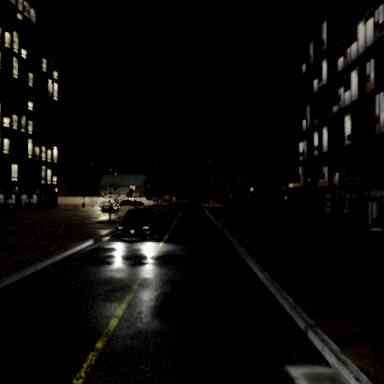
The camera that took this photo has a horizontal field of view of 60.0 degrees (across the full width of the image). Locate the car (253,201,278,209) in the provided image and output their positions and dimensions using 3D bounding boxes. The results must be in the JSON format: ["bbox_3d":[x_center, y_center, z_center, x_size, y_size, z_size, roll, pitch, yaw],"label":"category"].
[{"bbox_3d":[12.460,2.161,56.464,4.181,1.385,1.994,1,-1,8],"label":"car"}]

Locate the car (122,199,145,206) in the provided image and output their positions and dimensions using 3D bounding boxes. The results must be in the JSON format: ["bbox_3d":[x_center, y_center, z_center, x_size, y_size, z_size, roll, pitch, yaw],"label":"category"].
[{"bbox_3d":[-10.564,1.935,59.588,4.181,1.385,1.994,1,-1,8],"label":"car"}]

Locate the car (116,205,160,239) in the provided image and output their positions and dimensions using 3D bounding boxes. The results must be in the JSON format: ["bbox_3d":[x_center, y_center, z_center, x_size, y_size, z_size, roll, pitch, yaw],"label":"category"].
[{"bbox_3d":[-2.855,1.666,18.348,1.837,1.490,4.892,0,0,0],"label":"car"}]
